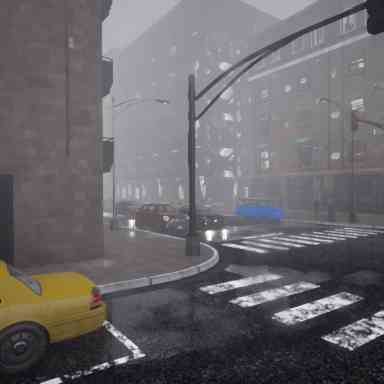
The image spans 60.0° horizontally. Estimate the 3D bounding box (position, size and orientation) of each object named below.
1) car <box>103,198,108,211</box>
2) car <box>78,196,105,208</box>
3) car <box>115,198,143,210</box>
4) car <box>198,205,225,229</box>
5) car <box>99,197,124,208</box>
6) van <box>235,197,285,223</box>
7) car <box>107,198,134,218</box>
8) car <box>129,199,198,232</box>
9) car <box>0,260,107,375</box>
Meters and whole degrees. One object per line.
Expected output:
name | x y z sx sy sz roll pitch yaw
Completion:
car | -11.527 1.453 37.887 2.128 1.511 4.902 -1 0 -36
car | -14.255 1.430 47.010 2.128 1.511 4.902 -1 0 -36
car | -8.292 1.463 43.278 1.887 1.381 4.507 -1 0 -36
car | 0.249 1.545 21.597 1.994 1.385 4.181 -1 0 -36
car | -11.610 1.463 47.865 1.887 1.381 4.507 -1 0 -36
van | 4.984 1.280 24.932 1.690 1.788 3.998 0 0 -36
car | -5.587 1.494 29.663 1.812 1.442 4.674 -1 0 -36
car | -1.816 1.441 20.035 1.967 1.590 4.097 0 0 -36
car | -3.547 1.525 4.038 4.829 1.417 1.752 0 0 -35
